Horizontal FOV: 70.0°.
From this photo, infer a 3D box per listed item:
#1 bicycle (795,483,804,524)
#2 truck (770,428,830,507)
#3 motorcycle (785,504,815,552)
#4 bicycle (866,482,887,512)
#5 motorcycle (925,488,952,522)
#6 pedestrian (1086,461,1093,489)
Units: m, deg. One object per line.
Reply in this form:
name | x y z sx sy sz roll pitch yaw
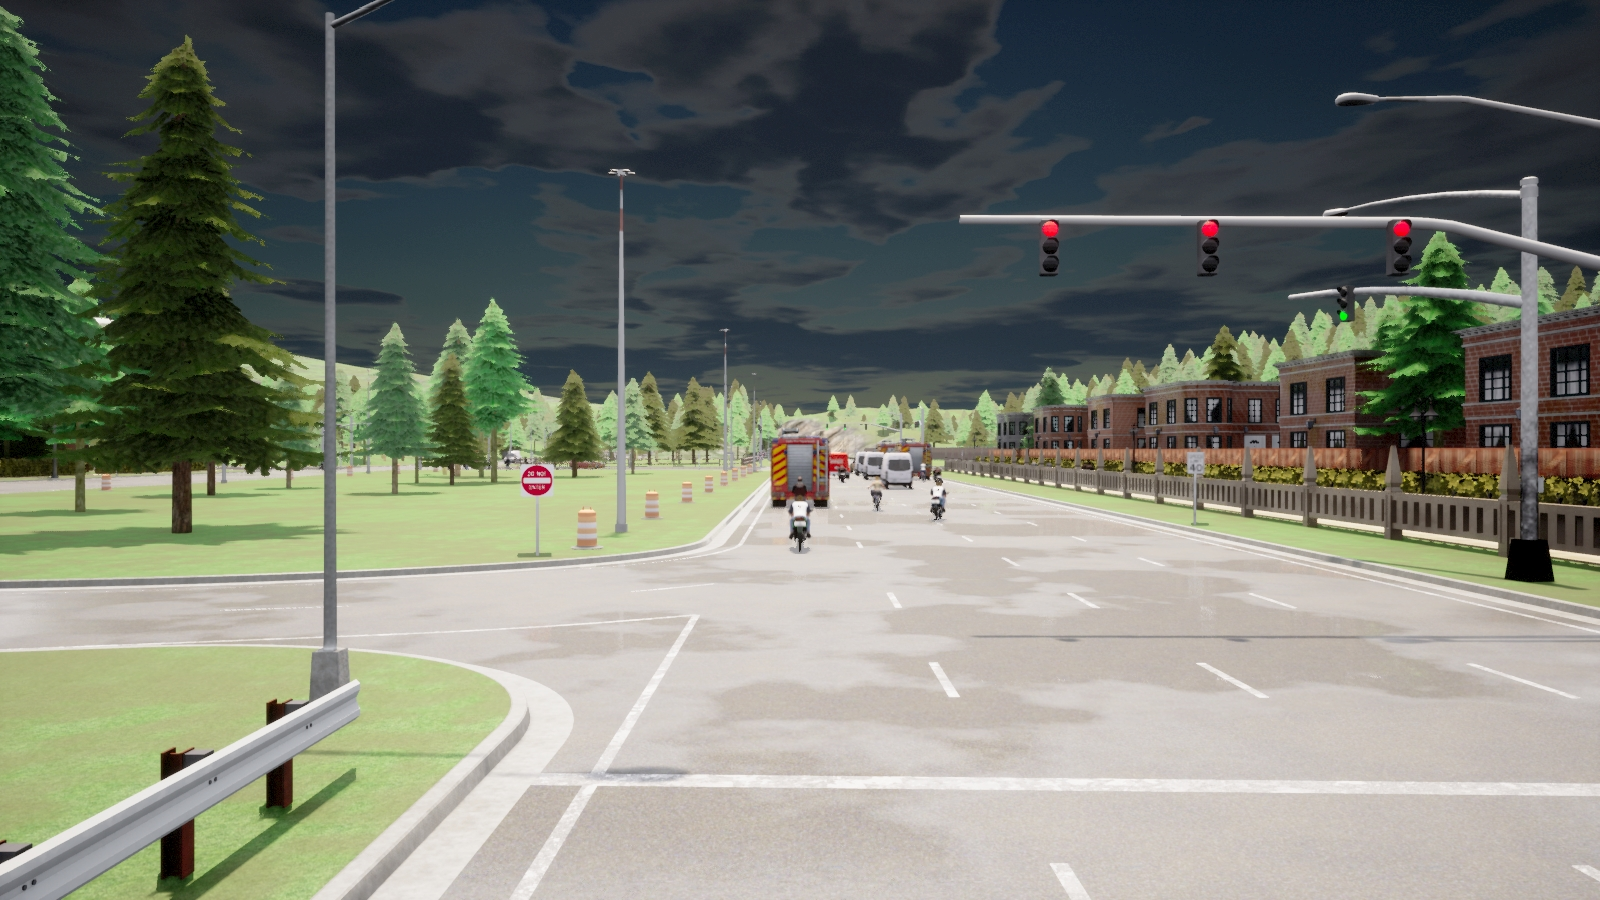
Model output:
bicycle | -0.008 2.039 43.792 0.329 1.471 1.835 0 0 0
truck | -0.007 0.862 59.558 2.891 3.827 8.468 0 0 0
motorcycle | -0.002 2.171 32.046 0.803 1.199 2.033 0 0 0
bicycle | 3.497 2.133 52.115 0.859 1.277 1.487 0 0 0
motorcycle | 5.484 2.165 45.271 0.803 1.199 2.033 0 0 14
pedestrian | 19.139 1.661 75.553 0.375 1.860 0.375 0 0 0
